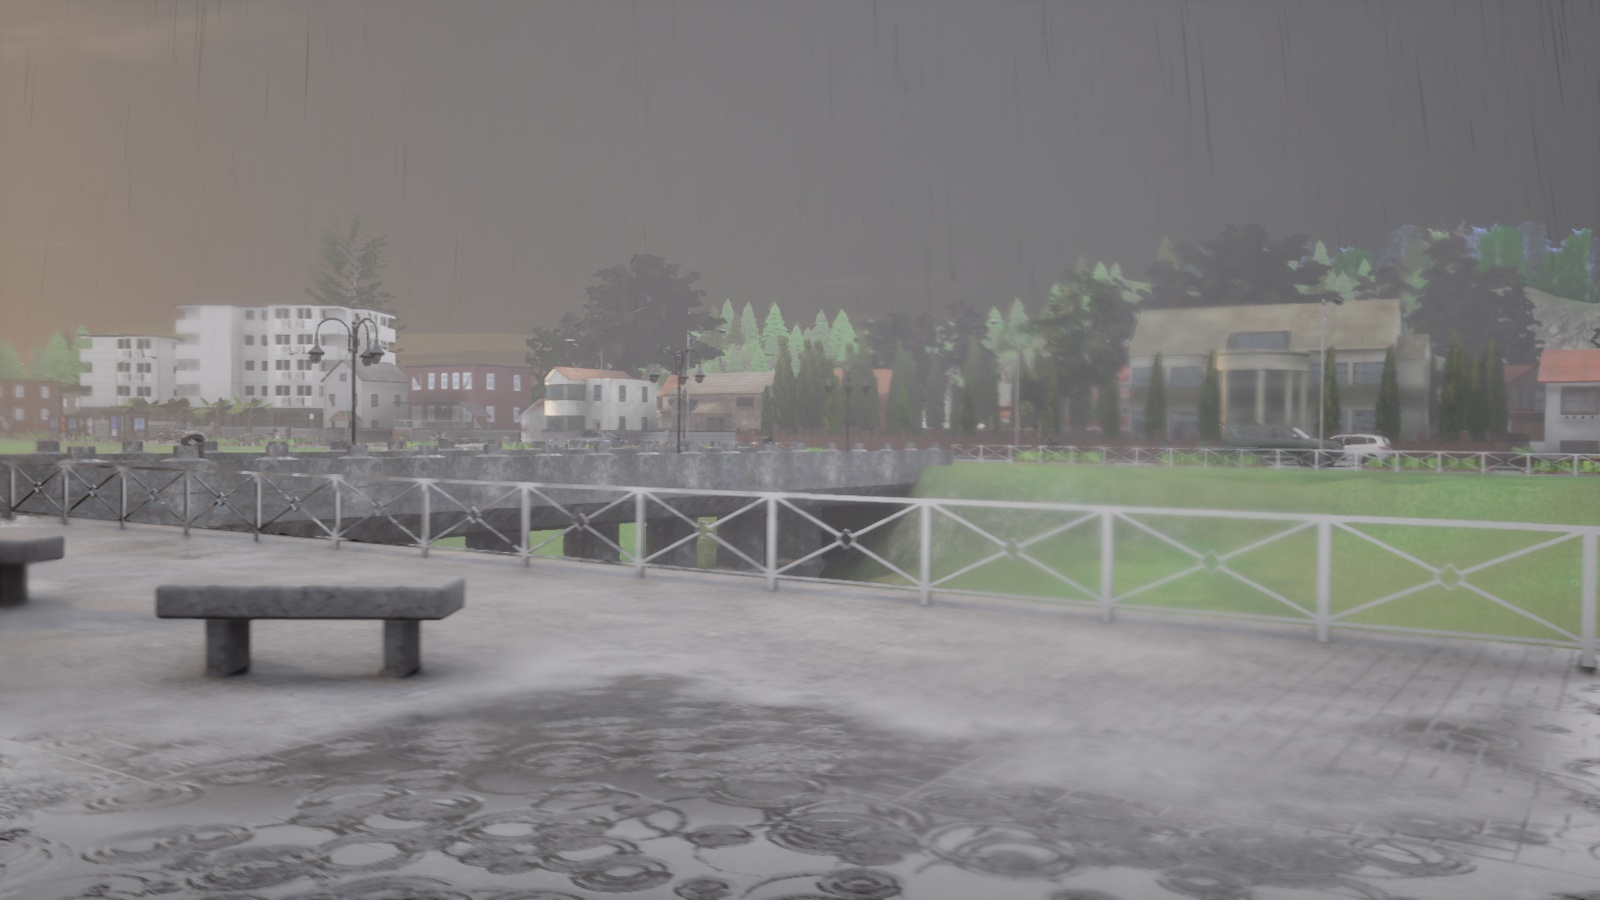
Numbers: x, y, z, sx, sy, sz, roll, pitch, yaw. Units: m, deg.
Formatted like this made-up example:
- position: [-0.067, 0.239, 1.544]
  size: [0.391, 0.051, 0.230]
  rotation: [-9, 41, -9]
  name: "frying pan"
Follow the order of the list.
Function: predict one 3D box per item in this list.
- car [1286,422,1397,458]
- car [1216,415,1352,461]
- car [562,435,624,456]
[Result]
- position: [26.222, -0.493, 60.809]
  size: [4.611, 1.667, 2.242]
  rotation: [0, 1, 34]
  name: "car"
- position: [22.491, -0.553, 58.478]
  size: [5.566, 2.045, 2.150]
  rotation: [0, 1, 34]
  name: "car"
- position: [-14.486, -0.324, 87.769]
  size: [4.193, 1.474, 1.816]
  rotation: [0, 1, 33]
  name: "car"
